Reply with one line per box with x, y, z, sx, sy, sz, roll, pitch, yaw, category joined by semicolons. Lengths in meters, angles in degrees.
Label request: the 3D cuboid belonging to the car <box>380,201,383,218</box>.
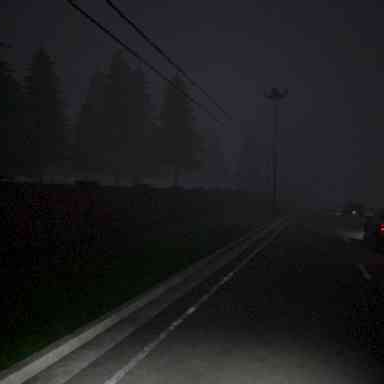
18.707;1.691;30.432;1.882;1.535;5.008;1;0;21;car

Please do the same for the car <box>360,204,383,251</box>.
8.778;1.452;14.317;2.097;1.767;4.553;1;0;21;car

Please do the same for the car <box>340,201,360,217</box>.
16.272;1.695;33.856;1.837;1.490;4.892;1;0;21;car
